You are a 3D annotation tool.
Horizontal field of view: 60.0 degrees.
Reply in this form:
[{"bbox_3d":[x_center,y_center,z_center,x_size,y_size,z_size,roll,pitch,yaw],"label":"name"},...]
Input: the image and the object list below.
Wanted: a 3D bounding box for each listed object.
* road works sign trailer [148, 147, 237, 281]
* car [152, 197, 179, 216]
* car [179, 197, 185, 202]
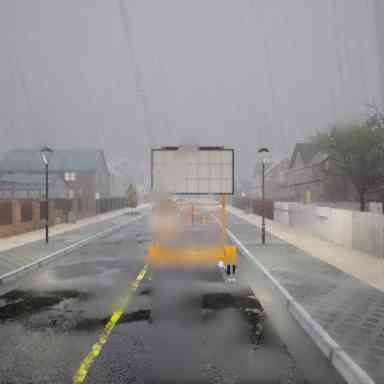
[{"bbox_3d":[0.019,0.471,9.835,2.380,3.560,2.880,0,0,0],"label":"road works sign trailer"},{"bbox_3d":[-2.732,1.406,33.447,2.097,1.767,4.553,0,0,0],"label":"car"},{"bbox_3d":[-2.710,1.843,81.902,1.994,1.385,4.181,0,0,0],"label":"car"}]
